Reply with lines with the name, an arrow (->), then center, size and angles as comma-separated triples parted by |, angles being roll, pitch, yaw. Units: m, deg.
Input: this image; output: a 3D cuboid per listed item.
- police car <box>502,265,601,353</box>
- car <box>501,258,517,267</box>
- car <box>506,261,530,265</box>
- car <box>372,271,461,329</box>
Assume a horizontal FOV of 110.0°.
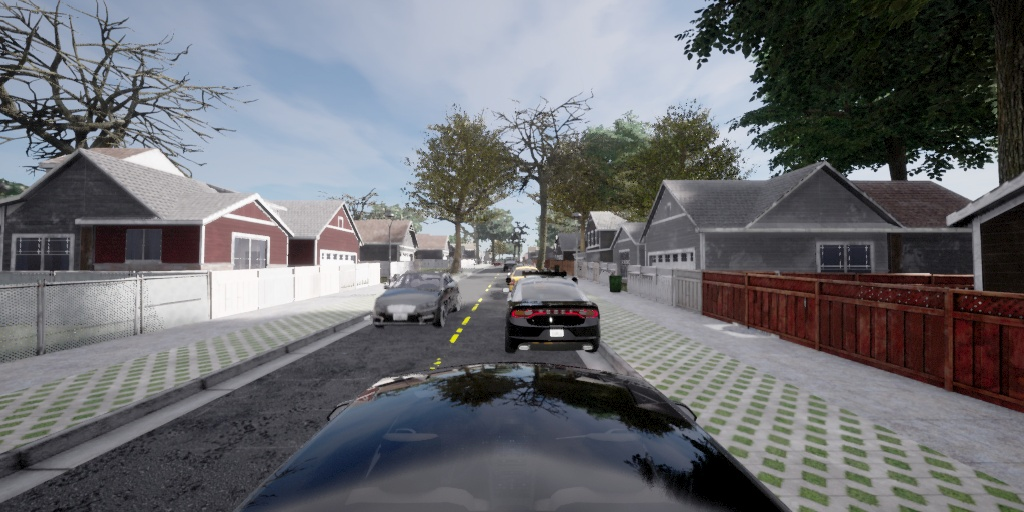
police car -> 0.791, 1.181, 9.017 | 1.930, 1.638, 5.238 | 0, 0, 0
car -> -0.200, 1.345, 49.566 | 1.882, 1.535, 5.008 | 0, 0, 0
car -> 0.737, 1.221, 19.104 | 1.801, 1.575, 5.366 | 0, 0, 0
car -> -2.798, 1.249, 11.396 | 2.128, 1.511, 4.902 | 0, 0, 0
